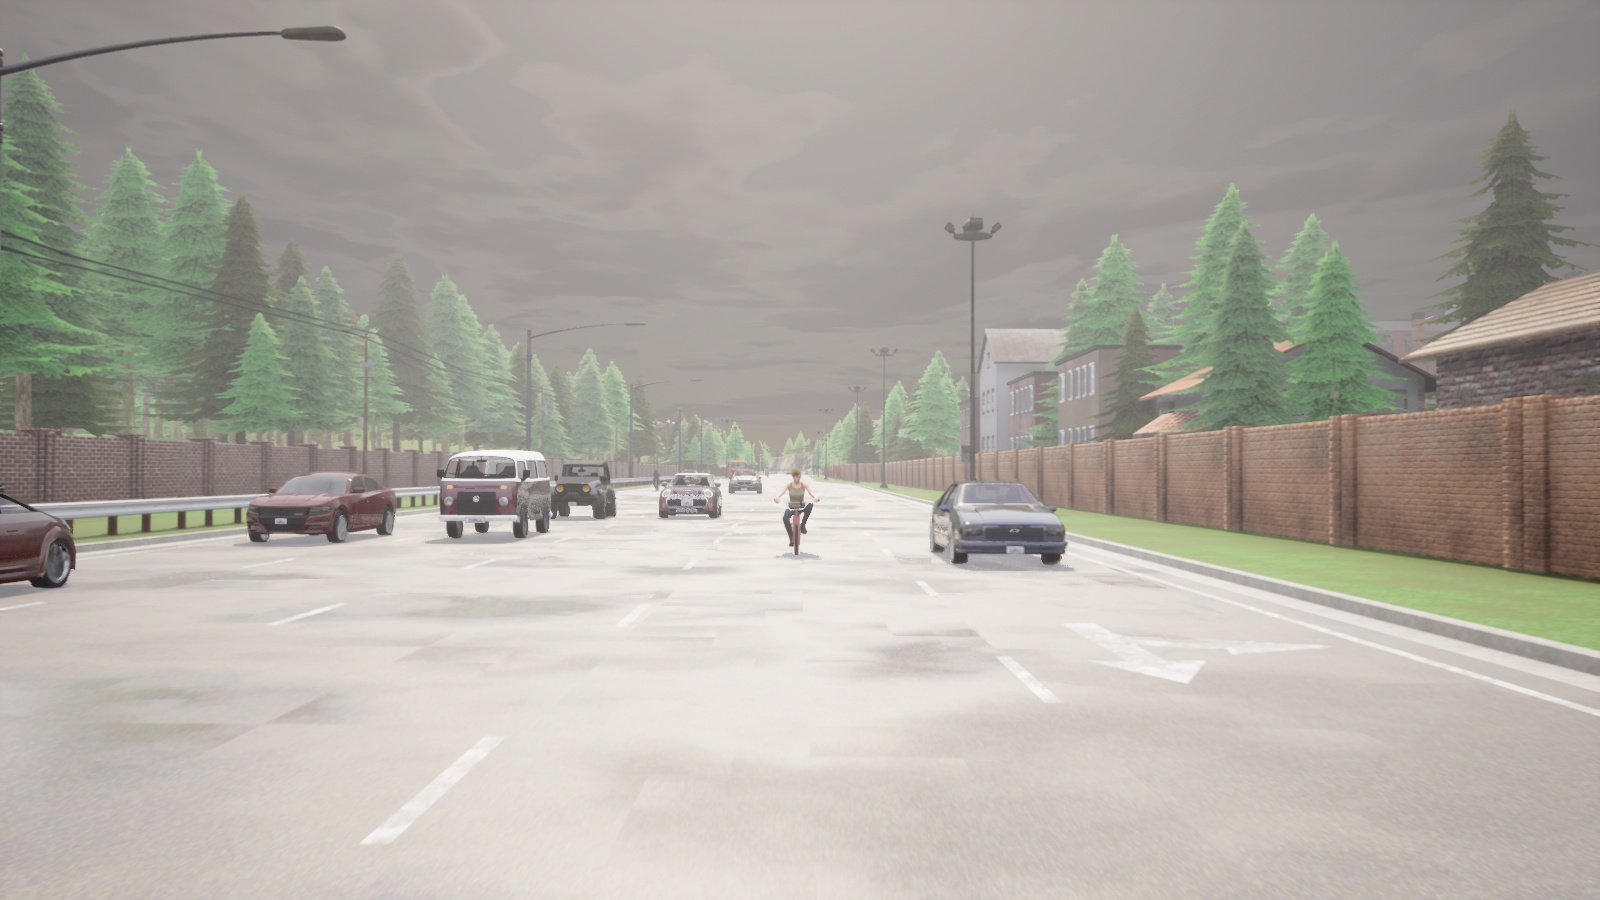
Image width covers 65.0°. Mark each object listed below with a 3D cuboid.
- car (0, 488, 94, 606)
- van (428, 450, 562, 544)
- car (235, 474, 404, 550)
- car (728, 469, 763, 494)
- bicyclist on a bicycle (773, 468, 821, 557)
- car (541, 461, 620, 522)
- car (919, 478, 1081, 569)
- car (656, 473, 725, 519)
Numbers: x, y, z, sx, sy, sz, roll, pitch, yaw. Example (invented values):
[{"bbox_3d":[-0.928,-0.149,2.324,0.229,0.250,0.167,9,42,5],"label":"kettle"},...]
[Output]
[{"bbox_3d":[-10.537,1.170,14.881,1.994,1.385,4.181,0,-1,0],"label":"car"},{"bbox_3d":[-7.075,1.062,29.608,2.069,2.038,4.480,0,-1,0],"label":"van"},{"bbox_3d":[-10.570,1.304,28.063,1.882,1.535,5.008,0,-1,0],"label":"car"},{"bbox_3d":[-3.714,2.115,86.098,2.242,1.667,4.611,0,-1,0],"label":"car"},{"bbox_3d":[-0.054,1.144,23.453,0.866,1.612,1.509,0,-1,0],"label":"bicyclist on a bicycle"},{"bbox_3d":[-7.102,1.325,40.960,1.905,1.878,3.866,0,-1,0],"label":"car"},{"bbox_3d":[3.446,1.228,22.714,2.033,1.411,5.357,0,-1,0],"label":"car"},{"bbox_3d":[-3.604,1.496,41.902,1.970,1.475,3.806,0,-1,0],"label":"car"}]
